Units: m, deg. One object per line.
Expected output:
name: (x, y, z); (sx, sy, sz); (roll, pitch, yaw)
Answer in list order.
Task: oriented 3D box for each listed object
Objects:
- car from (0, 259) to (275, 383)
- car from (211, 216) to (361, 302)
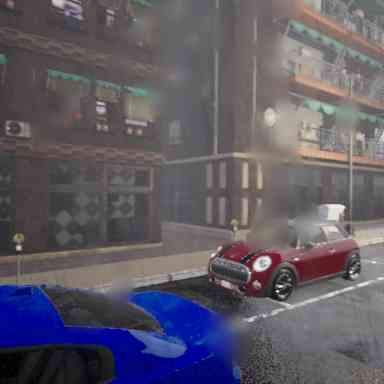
car: (-1.931, 1.478, 2.002); (5.008, 1.535, 1.882); (0, 0, -36)
car: (2.345, 1.433, 8.219); (4.097, 1.590, 1.967); (0, 1, -36)
